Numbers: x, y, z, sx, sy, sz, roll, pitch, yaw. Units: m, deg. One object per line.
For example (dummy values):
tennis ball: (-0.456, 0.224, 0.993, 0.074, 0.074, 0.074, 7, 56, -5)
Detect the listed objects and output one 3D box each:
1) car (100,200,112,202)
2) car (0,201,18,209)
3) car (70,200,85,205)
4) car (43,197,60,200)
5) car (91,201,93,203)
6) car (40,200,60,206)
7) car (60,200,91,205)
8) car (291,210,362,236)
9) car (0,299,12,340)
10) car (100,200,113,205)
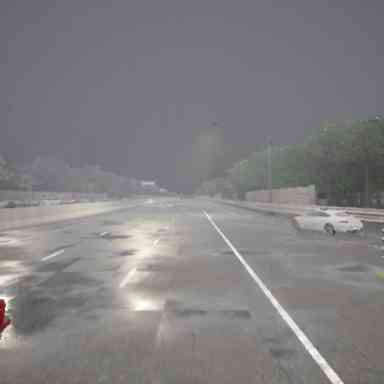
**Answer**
car: (-17.536, 2.358, 66.458, 2.033, 1.411, 5.357, 0, -1, 0)
car: (-28.075, 2.139, 50.196, 1.812, 1.442, 4.674, 0, -1, 0)
car: (-28.096, 2.594, 81.794, 1.895, 1.301, 4.718, 0, -1, 0)
car: (-28.034, 2.036, 65.997, 2.150, 2.045, 5.566, 0, -1, 0)
car: (-21.036, 2.342, 66.505, 1.812, 1.442, 4.674, 0, -1, 0)
car: (-21.080, 2.220, 50.680, 1.895, 1.301, 4.718, 0, -1, 0)
car: (-17.584, 2.166, 50.593, 2.033, 1.411, 5.357, 0, -1, 0)
car: (8.126, 1.807, 20.446, 1.812, 1.442, 4.674, 1, -1, -23)
car: (-3.401, 1.628, 2.421, 1.895, 1.301, 4.718, 0, -1, 0)
car: (-21.098, 2.570, 82.227, 1.994, 1.385, 4.181, 0, -1, 0)
